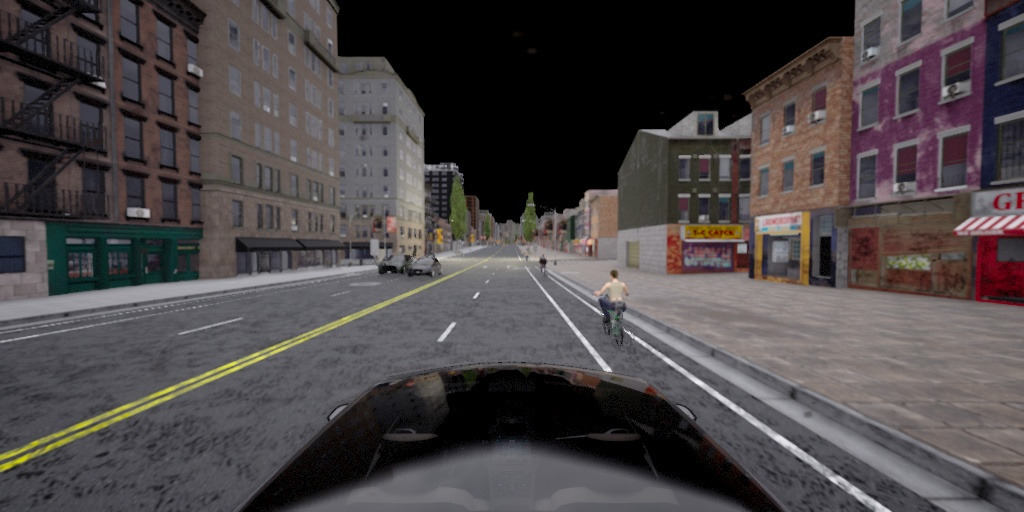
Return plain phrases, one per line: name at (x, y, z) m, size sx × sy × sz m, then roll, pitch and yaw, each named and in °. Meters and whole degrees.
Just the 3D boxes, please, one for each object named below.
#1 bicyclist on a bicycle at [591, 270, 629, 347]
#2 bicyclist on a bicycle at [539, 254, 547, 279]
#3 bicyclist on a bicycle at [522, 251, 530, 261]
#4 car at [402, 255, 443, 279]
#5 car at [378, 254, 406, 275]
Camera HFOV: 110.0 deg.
bicyclist on a bicycle at (2.256, 1.102, 8.032) m, size 0.866 × 1.612 × 1.509 m, roll 0°, pitch 1°, yaw 0°
bicyclist on a bicycle at (2.262, 0.754, 26.131) m, size 0.659 × 1.776 × 1.843 m, roll 0°, pitch 1°, yaw 0°
bicyclist on a bicycle at (2.247, 0.146, 53.554) m, size 0.866 × 1.612 × 1.509 m, roll -1°, pitch 2°, yaw 0°
car at (-6.583, 0.866, 27.511) m, size 1.837 × 1.490 × 4.892 m, roll 0°, pitch 1°, yaw 0°
car at (-9.823, 0.650, 30.869) m, size 2.097 × 1.767 × 4.553 m, roll 0°, pitch 1°, yaw 0°
